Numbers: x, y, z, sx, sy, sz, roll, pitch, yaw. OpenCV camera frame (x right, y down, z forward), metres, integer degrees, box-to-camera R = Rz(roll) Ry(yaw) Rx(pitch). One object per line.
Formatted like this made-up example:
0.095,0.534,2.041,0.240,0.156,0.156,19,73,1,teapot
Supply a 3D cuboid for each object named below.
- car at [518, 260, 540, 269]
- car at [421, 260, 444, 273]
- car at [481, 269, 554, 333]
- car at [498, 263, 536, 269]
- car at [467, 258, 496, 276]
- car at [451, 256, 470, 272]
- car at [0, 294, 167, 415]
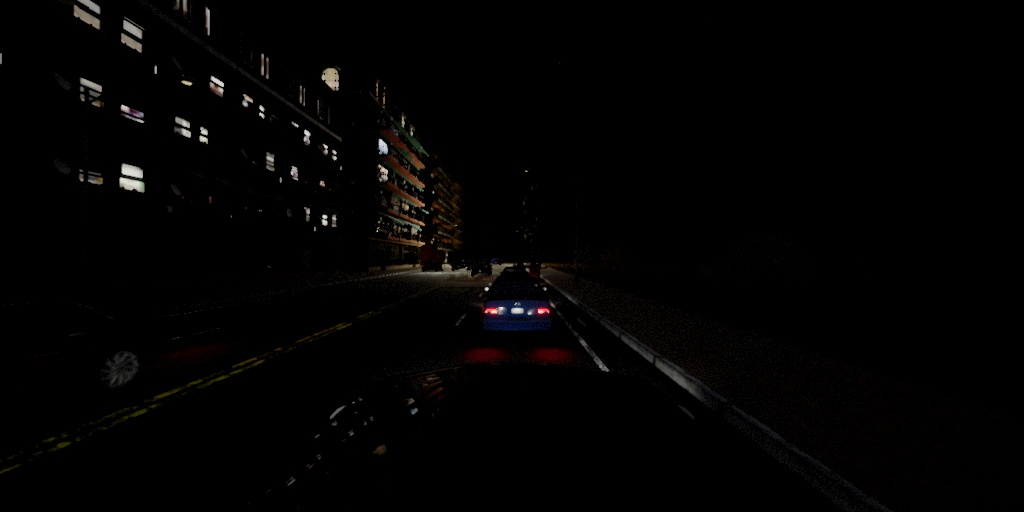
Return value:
1.194,1.094,29.958,2.097,1.767,4.553,0,0,0,car
-9.775,1.262,44.156,1.812,1.442,4.674,0,0,0,car
0.121,1.296,10.691,2.033,1.411,5.357,0,0,0,car
0.133,1.310,21.024,1.994,1.385,4.181,0,0,1,car
-3.078,1.231,37.149,2.128,1.511,4.902,0,0,0,car
-6.510,0.957,46.572,2.150,2.045,5.566,0,0,0,car
-6.596,1.254,3.824,1.837,1.490,4.892,0,0,0,car
